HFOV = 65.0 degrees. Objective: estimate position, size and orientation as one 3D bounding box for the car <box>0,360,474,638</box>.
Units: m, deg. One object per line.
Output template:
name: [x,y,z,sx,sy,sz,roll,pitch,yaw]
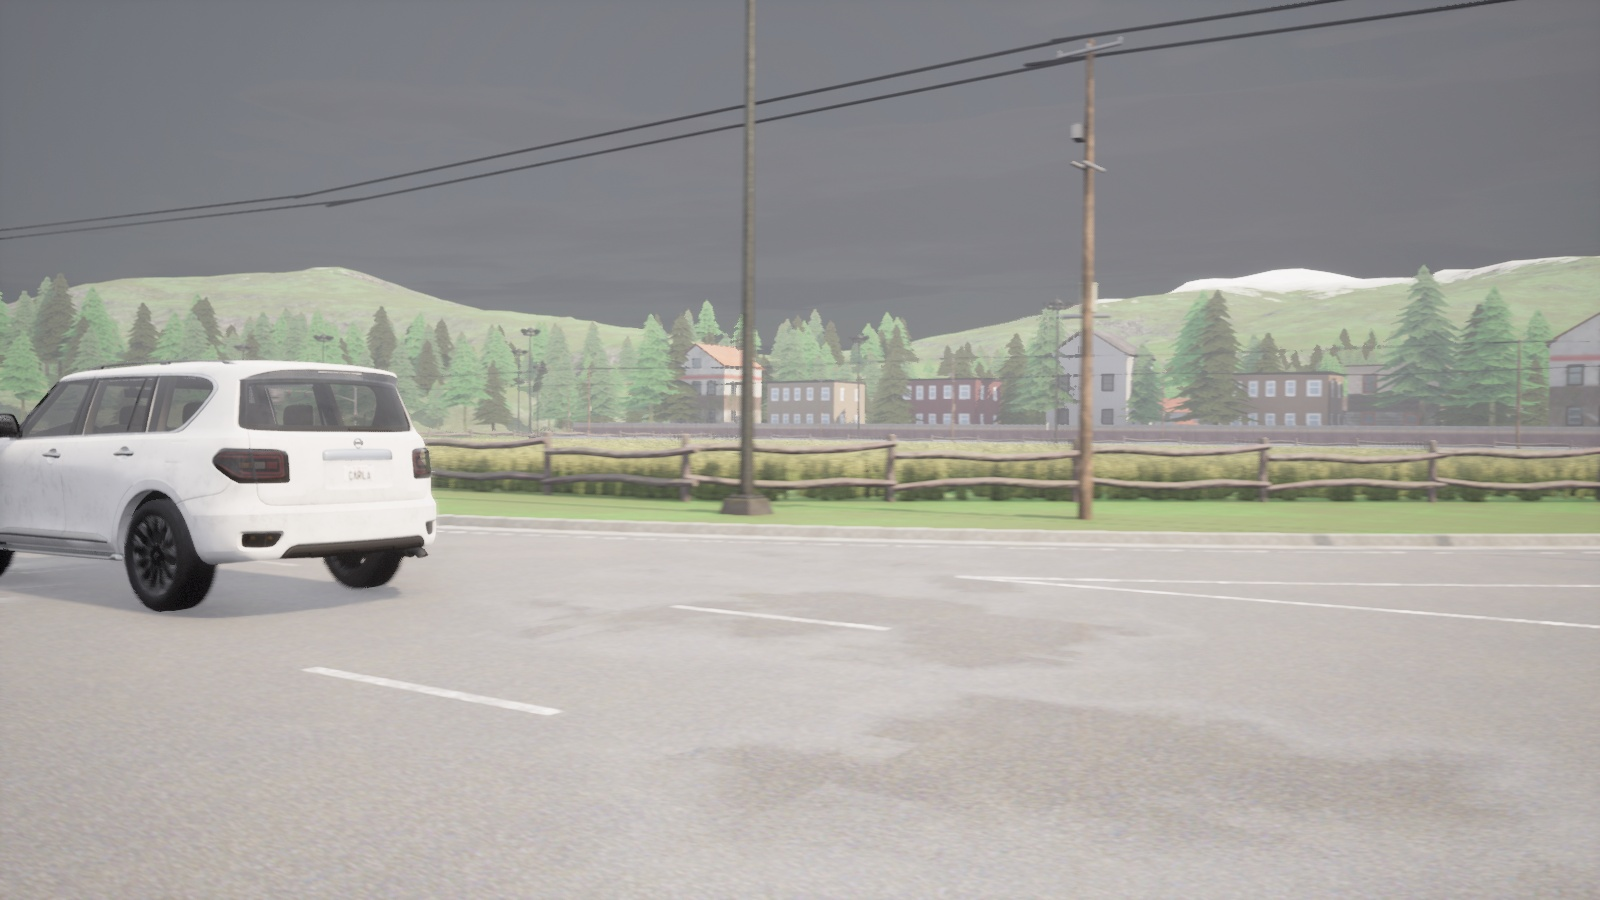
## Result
car: [-5.781,0.343,11.660,5.566,2.045,2.150,0,1,34]
